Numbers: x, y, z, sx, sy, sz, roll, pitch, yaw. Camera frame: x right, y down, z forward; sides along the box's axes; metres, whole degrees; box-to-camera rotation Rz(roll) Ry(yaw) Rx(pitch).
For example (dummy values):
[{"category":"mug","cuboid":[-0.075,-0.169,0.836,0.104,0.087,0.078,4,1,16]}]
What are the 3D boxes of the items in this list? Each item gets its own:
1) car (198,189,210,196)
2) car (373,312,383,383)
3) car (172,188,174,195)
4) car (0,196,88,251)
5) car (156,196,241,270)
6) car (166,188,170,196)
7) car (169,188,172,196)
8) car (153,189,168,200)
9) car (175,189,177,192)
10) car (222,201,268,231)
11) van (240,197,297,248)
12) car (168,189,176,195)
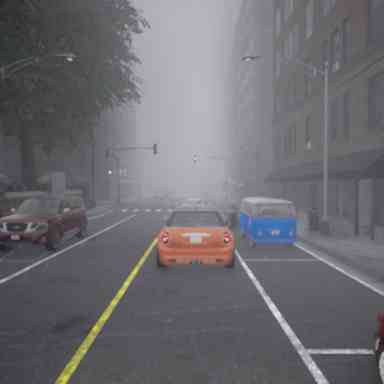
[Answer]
[{"category":"car","cuboid":[2.852,0.219,73.246,1.967,1.590,4.097,0,1,0]},{"category":"car","cuboid":[2.855,1.512,1.900,1.887,1.381,4.507,0,1,0]},{"category":"car","cuboid":[-5.672,0.324,73.212,1.887,1.381,4.507,0,1,0]},{"category":"car","cuboid":[-5.670,1.098,13.175,2.192,1.841,5.009,0,1,0]},{"category":"car","cuboid":[0.100,1.182,10.582,2.097,1.767,4.553,0,1,0]},{"category":"car","cuboid":[-5.672,0.508,62.311,2.008,1.369,4.403,0,1,0]},{"category":"car","cuboid":[-5.672,0.412,67.761,1.887,1.381,4.507,0,1,0]},{"category":"car","cuboid":[-5.672,0.575,56.691,1.752,1.417,4.829,0,1,0]},{"category":"car","cuboid":[-5.673,0.155,84.112,2.008,1.369,4.403,0,1,0]},{"category":"car","cuboid":[2.855,1.255,18.879,1.947,1.339,4.313,0,1,0]},{"category":"van","cuboid":[2.855,1.124,13.216,1.690,1.788,3.998,0,1,0]},{"category":"car","cuboid":[-5.673,-0.039,94.842,1.752,1.417,4.829,0,1,0]}]
